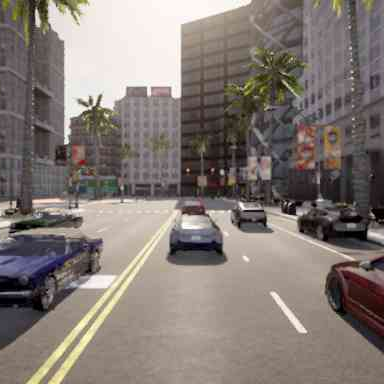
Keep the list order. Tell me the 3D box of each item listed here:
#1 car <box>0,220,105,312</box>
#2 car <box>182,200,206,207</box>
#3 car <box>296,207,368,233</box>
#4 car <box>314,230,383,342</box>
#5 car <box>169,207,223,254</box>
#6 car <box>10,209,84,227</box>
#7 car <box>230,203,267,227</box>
[{"bbox_3d":[-3.573,1.581,7.793,1.895,1.301,4.718,0,0,0],"label":"car"},{"bbox_3d":[0.150,1.406,27.615,1.882,1.535,5.008,0,0,2],"label":"car"},{"bbox_3d":[6.737,1.470,16.443,2.161,1.482,4.786,0,0,-1],"label":"car"},{"bbox_3d":[3.627,1.550,4.946,1.994,1.385,4.181,0,0,0],"label":"car"},{"bbox_3d":[0.144,1.529,13.348,1.994,1.385,4.181,0,0,0],"label":"car"},{"bbox_3d":[-7.042,1.559,16.582,1.895,1.301,4.718,0,0,0],"label":"car"},{"bbox_3d":[3.652,1.434,21.944,2.128,1.511,4.902,0,0,0],"label":"car"}]
